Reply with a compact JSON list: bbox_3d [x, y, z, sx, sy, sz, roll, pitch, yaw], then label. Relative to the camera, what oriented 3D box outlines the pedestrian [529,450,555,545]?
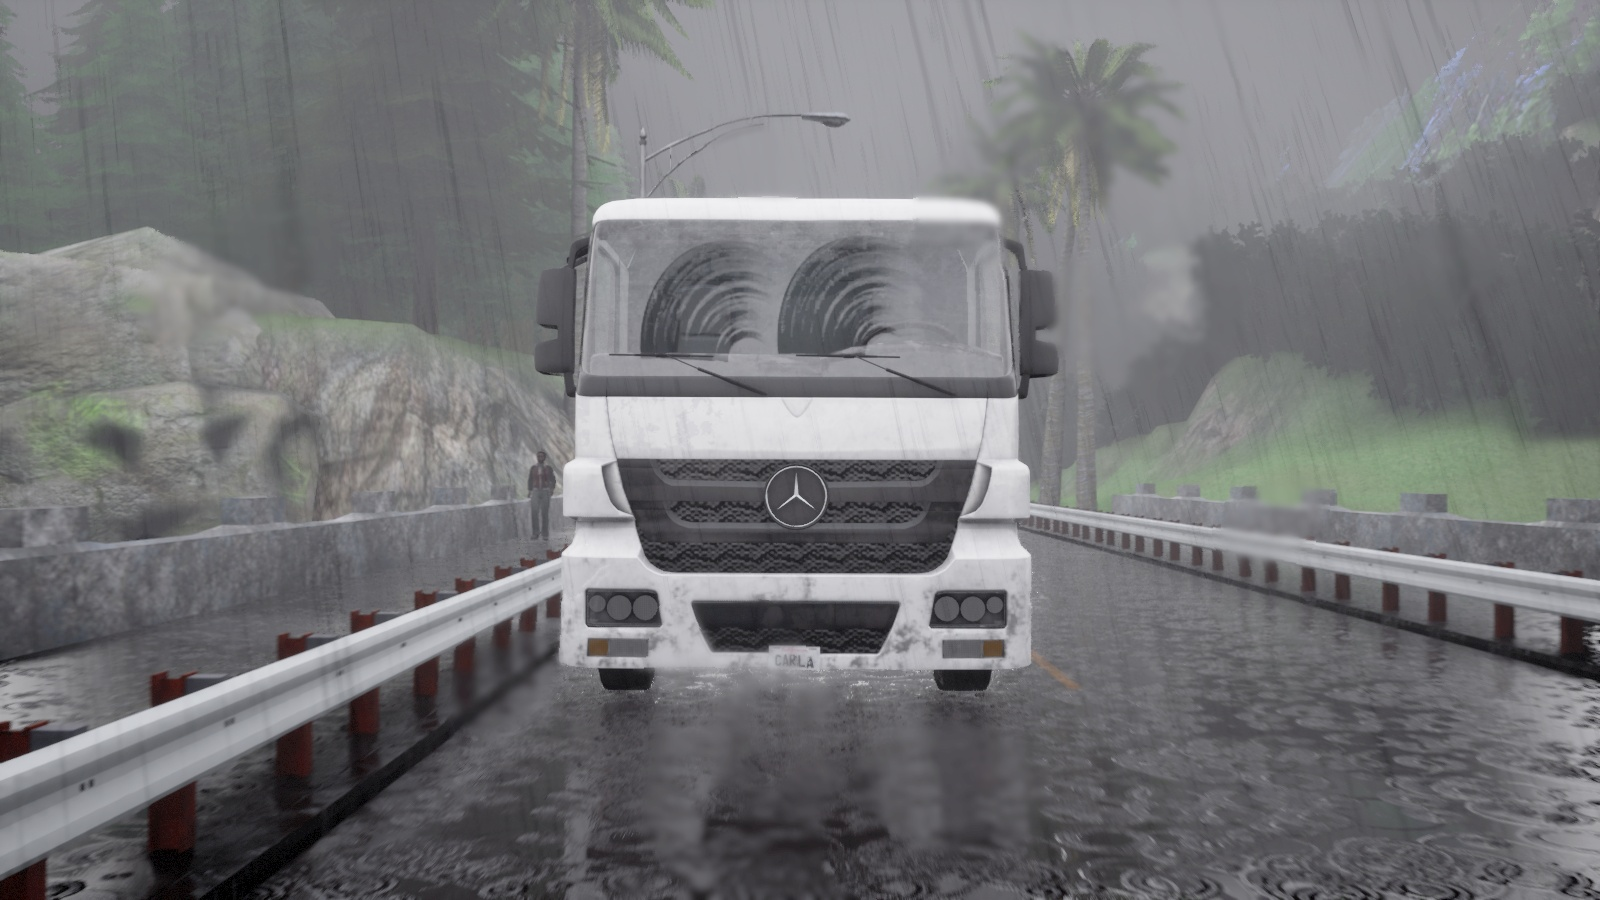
[{"bbox_3d":[-5.328,0.980,25.934,0.402,1.930,0.666,0,-1,0],"label":"pedestrian"}]

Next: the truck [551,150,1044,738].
[{"bbox_3d":[-0.028,0.023,11.373,2.891,3.462,7.936,0,-1,0],"label":"truck"}]
